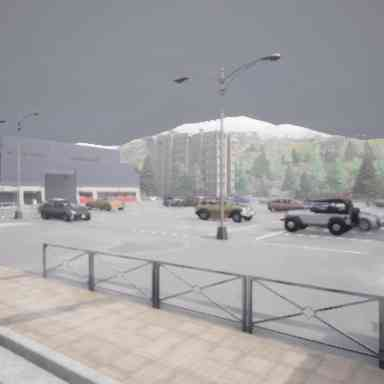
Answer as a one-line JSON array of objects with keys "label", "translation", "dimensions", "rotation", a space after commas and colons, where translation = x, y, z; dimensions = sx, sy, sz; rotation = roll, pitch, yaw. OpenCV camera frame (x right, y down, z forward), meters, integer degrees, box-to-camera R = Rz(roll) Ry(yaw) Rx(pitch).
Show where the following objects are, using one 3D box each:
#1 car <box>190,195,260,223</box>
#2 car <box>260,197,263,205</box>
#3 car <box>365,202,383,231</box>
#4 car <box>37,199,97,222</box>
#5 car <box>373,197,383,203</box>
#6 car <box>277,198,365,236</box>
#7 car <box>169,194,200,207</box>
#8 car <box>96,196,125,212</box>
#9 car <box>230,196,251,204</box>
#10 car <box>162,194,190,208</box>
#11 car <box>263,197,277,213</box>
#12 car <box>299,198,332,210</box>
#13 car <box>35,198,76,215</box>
[{"label": "car", "translation": [2.448, 1.284, 25.322], "dimensions": [4.605, 1.855, 1.932], "rotation": [0, 0, 35]}, {"label": "car", "translation": [14.009, 1.566, 59.343], "dimensions": [3.806, 1.475, 1.970], "rotation": [0, 0, 35]}, {"label": "car", "translation": [9.388, 1.553, 20.451], "dimensions": [3.806, 1.475, 1.970], "rotation": [0, 0, 35]}, {"label": "car", "translation": [-9.733, 1.477, 25.447], "dimensions": [4.514, 1.523, 2.007], "rotation": [0, 0, 35]}, {"label": "car", "translation": [29.153, 1.524, 48.431], "dimensions": [5.027, 1.636, 2.152], "rotation": [0, 0, 35]}, {"label": "car", "translation": [6.968, 1.268, 18.091], "dimensions": [3.866, 1.878, 1.905], "rotation": [0, 0, 35]}, {"label": "car", "translation": [-1.180, 1.273, 50.982], "dimensions": [4.605, 1.855, 1.932], "rotation": [0, 0, 35]}, {"label": "car", "translation": [-9.921, 1.329, 37.934], "dimensions": [5.027, 1.636, 2.152], "rotation": [0, 0, 35]}, {"label": "car", "translation": [9.677, 1.551, 66.065], "dimensions": [3.633, 1.501, 1.845], "rotation": [0, 0, 35]}, {"label": "car", "translation": [-2.523, 1.253, 48.373], "dimensions": [3.866, 1.878, 1.905], "rotation": [0, 0, 35]}, {"label": "car", "translation": [10.231, 1.486, 35.074], "dimensions": [4.514, 1.523, 2.007], "rotation": [0, 0, 35]}, {"label": "car", "translation": [16.043, 1.508, 43.203], "dimensions": [3.633, 1.501, 1.845], "rotation": [0, 0, 35]}, {"label": "car", "translation": [-13.367, 1.407, 32.511], "dimensions": [3.806, 1.475, 1.970], "rotation": [0, 0, 35]}]
